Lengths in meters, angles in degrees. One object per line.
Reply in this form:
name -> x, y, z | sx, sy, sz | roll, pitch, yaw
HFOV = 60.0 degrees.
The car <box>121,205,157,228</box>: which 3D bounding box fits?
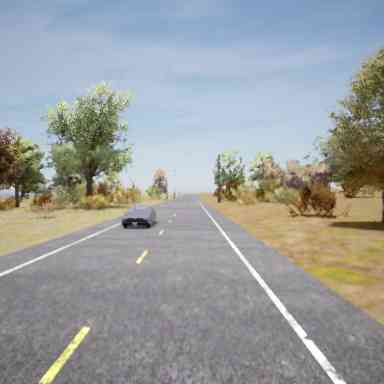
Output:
car -> -3.499, 1.607, 23.017 | 2.033, 1.411, 5.357 | 0, 0, 0
